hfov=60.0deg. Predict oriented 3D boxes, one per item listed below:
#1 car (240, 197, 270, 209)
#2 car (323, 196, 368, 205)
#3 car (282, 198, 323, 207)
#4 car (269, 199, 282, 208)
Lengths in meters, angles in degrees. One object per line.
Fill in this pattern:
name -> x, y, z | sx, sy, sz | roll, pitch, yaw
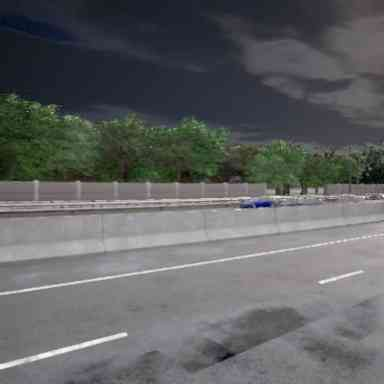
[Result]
car -> 7.930, 1.338, 39.841 | 5.008, 1.535, 1.882 | -1, 0, -36
car -> 15.120, 1.202, 32.080 | 4.553, 1.767, 2.097 | -1, 1, -36
car -> 12.127, 1.409, 34.243 | 5.357, 1.411, 2.033 | -1, 0, -36
car -> 11.295, 1.408, 37.951 | 4.181, 1.385, 1.994 | -1, 0, -36
